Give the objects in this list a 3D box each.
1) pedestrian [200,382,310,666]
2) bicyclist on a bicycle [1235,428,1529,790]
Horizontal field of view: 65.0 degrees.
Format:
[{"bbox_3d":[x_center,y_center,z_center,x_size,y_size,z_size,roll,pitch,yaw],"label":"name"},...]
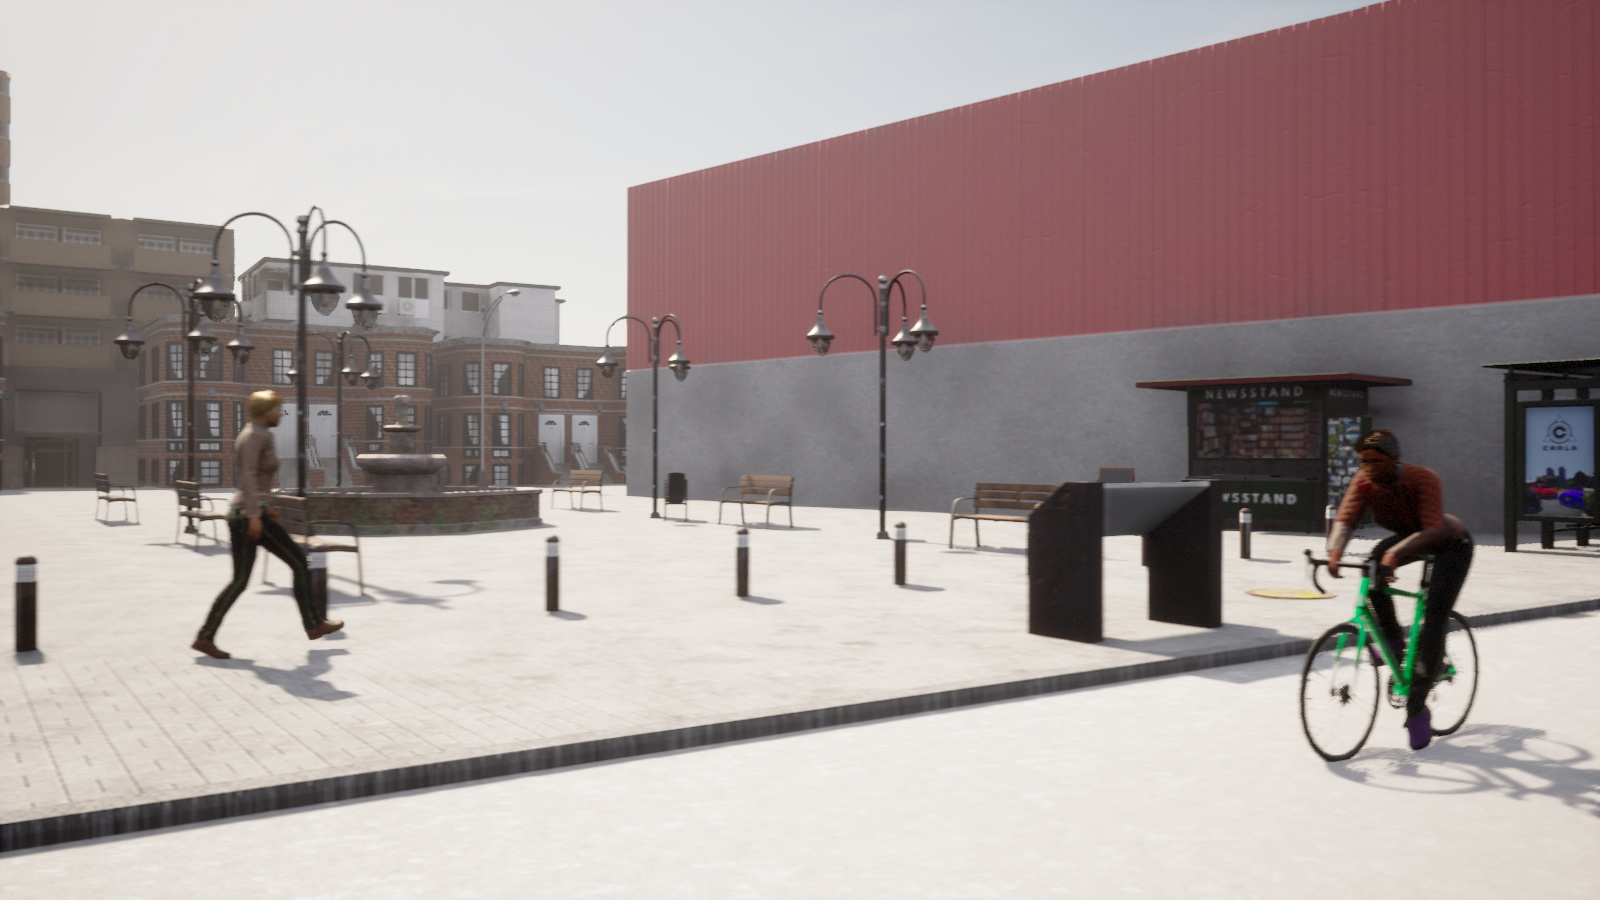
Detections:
[{"bbox_3d":[-3.684,0.483,8.486,0.634,1.846,0.331,0,0,-33],"label":"pedestrian"},{"bbox_3d":[2.966,0.707,6.336,1.656,1.620,0.582,0,0,-35],"label":"bicyclist on a bicycle"}]
